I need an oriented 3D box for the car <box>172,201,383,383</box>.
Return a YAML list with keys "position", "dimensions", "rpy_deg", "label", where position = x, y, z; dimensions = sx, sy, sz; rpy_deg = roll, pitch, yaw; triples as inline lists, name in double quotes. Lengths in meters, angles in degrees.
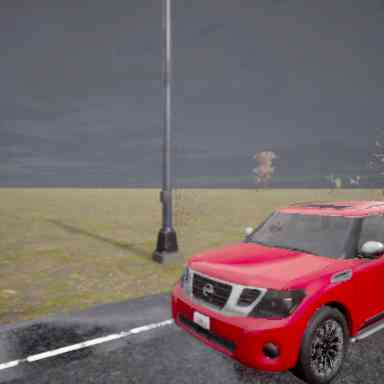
- position: [2.365, 1.208, 5.679]
  dimensions: [5.566, 2.045, 2.150]
  rpy_deg: [0, 0, -35]
  label: "car"
